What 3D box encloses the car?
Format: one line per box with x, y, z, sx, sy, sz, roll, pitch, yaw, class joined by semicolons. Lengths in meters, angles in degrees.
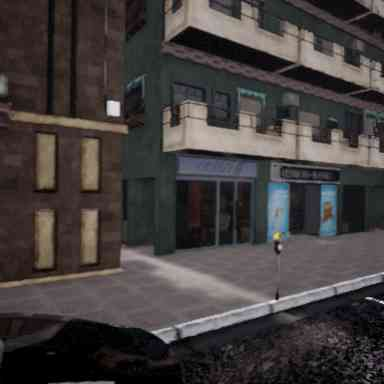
-1.984;1.516;1.563;4.313;1.339;1.947;0;1;-34;car
